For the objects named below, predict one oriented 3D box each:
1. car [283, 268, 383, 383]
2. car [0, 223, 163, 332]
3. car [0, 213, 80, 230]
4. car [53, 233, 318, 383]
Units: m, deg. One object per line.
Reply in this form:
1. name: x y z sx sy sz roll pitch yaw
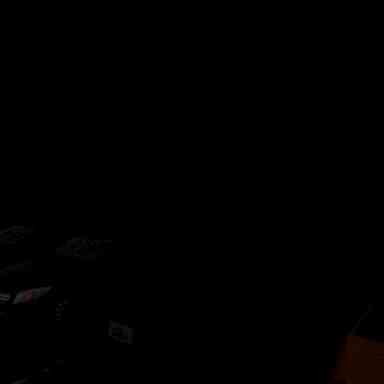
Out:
1. car: 2.978 1.477 3.864 1.946 1.575 5.366 0 0 35
2. car: -1.775 1.499 7.023 2.002 1.452 4.674 1 0 35
3. car: -4.044 1.477 8.638 2.002 1.452 4.674 1 0 35
4. car: 0.613 1.504 5.355 2.163 1.488 4.792 0 0 35
